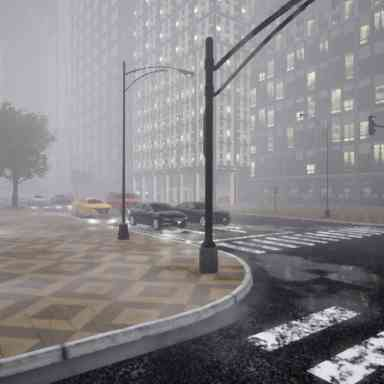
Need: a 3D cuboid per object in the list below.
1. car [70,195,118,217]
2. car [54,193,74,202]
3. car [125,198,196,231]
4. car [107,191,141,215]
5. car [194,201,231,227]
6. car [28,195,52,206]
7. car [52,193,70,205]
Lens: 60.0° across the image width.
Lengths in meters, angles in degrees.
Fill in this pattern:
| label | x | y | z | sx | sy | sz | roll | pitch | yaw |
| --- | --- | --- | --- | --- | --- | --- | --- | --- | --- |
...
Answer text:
| label | x | y | z | sx | sy | sz | roll | pitch | yaw |
| --- | --- | --- | --- | --- | --- | --- | --- | --- | --- |
| car | -8.464 | 1.245 | 28.303 | 1.882 | 1.535 | 5.008 | 0 | 0 | -37 |
| car | -22.527 | 0.986 | 58.401 | 1.882 | 1.535 | 5.008 | 0 | -1 | -37 |
| car | -2.129 | 1.357 | 19.793 | 1.837 | 1.490 | 4.892 | 0 | 0 | -37 |
| car | -6.202 | 0.989 | 30.706 | 2.150 | 2.045 | 5.566 | 0 | 2 | -37 |
| car | 0.445 | 1.344 | 21.779 | 1.882 | 1.535 | 5.008 | 0 | 0 | -37 |
| car | -20.805 | 1.113 | 44.985 | 1.812 | 1.442 | 4.674 | 0 | 0 | -36 |
| car | -18.921 | 1.069 | 47.914 | 1.882 | 1.535 | 5.008 | 0 | 0 | -36 |
